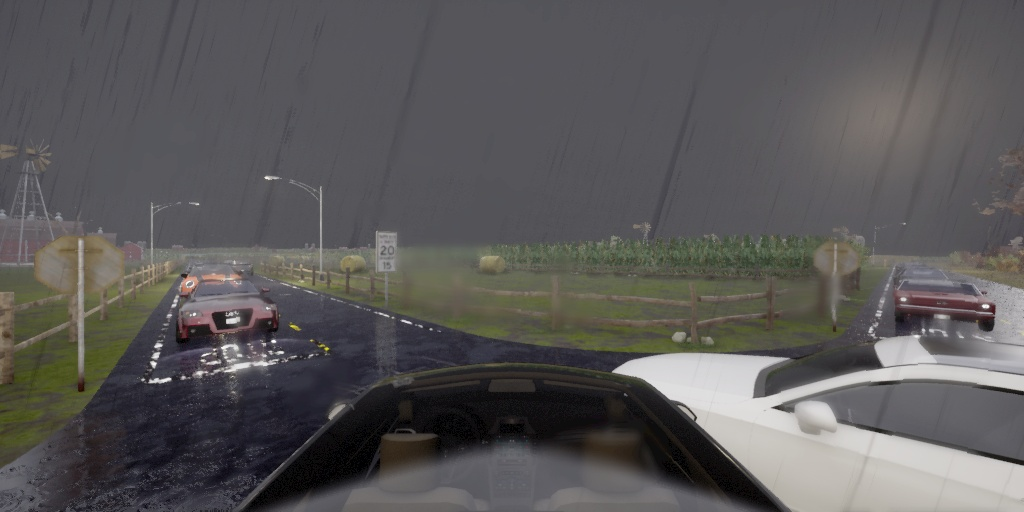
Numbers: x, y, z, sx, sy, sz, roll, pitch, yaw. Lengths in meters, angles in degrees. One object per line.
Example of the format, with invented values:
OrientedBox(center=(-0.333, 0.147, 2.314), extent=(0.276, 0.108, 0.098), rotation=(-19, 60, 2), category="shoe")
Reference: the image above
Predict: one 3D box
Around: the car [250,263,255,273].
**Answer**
OrientedBox(center=(-26.950, 1.276, 35.687), extent=(2.128, 1.511, 4.902), rotation=(0, 0, -41), category="car")

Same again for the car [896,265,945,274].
OrientedBox(center=(20.611, 1.358, 17.970), extent=(5.357, 1.411, 2.033), rotation=(0, 1, -43), category="car")

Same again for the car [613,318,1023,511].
OrientedBox(center=(2.840, 1.294, 2.360), extent=(1.812, 1.442, 4.674), rotation=(0, 1, -44), category="car")

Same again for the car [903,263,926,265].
OrientedBox(center=(27.371, 1.394, 24.218), extent=(4.181, 1.385, 1.994), rotation=(0, 1, -43), category="car")

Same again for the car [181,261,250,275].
OrientedBox(center=(-13.702, 1.137, 16.446), extent=(2.097, 1.767, 4.553), rotation=(0, 0, -42), category="car")

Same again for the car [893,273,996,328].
OrientedBox(center=(13.528, 1.395, 11.413), extent=(4.718, 1.301, 1.895), rotation=(0, 1, -43), category="car")

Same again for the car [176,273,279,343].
OrientedBox(center=(-7.932, 1.353, 9.957), extent=(1.994, 1.385, 4.181), rotation=(0, 0, -42), category="car")
